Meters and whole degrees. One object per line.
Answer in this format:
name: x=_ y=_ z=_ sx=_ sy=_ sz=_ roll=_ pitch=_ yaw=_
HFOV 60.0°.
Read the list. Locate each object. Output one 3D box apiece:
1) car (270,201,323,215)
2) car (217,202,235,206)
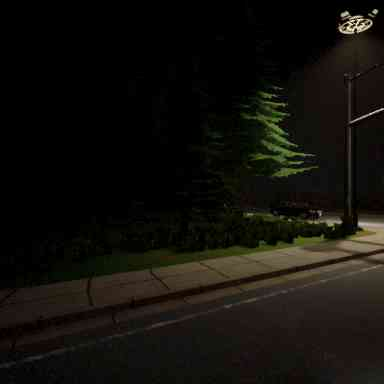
car: x=8.862 y=1.526 z=28.566 sx=2.128 sy=1.511 sz=4.902 roll=0 pitch=0 yaw=-35
car: x=3.143 y=1.387 z=36.855 sx=2.097 sy=1.767 sz=4.553 roll=0 pitch=0 yaw=-35
